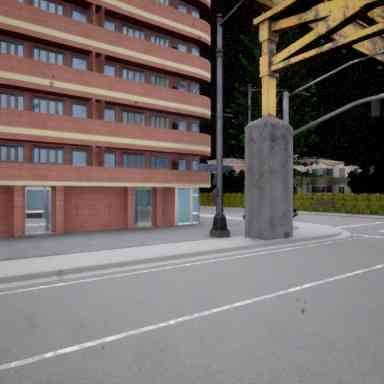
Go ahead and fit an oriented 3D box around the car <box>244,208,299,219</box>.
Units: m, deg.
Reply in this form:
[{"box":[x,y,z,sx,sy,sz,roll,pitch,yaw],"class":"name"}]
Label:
[{"box":[6.775,1.600,28.523,1.895,1.301,4.718,0,0,-35],"class":"car"}]
